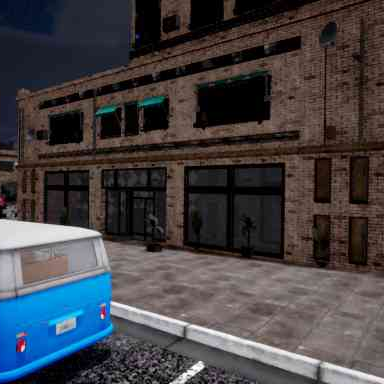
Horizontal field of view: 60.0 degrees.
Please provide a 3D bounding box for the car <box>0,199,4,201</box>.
[{"bbox_3d":[-21.779,1.684,33.341,1.994,1.385,4.181,1,0,36],"label":"car"}]

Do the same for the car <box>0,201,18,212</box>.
[{"bbox_3d":[-16.117,1.793,31.264,1.947,1.339,4.313,0,0,36],"label":"car"}]

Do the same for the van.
[{"bbox_3d":[-2.989,1.340,4.993,3.998,1.788,1.690,0,1,36],"label":"van"}]

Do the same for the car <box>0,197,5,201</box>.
[{"bbox_3d":[-22.870,1.411,36.222,2.192,1.841,5.009,0,0,36],"label":"car"}]
